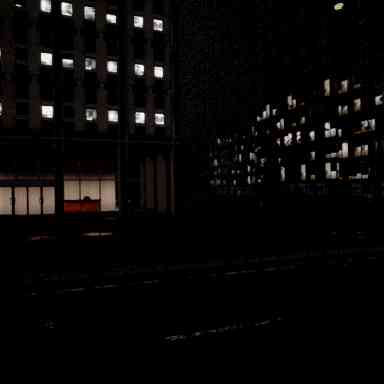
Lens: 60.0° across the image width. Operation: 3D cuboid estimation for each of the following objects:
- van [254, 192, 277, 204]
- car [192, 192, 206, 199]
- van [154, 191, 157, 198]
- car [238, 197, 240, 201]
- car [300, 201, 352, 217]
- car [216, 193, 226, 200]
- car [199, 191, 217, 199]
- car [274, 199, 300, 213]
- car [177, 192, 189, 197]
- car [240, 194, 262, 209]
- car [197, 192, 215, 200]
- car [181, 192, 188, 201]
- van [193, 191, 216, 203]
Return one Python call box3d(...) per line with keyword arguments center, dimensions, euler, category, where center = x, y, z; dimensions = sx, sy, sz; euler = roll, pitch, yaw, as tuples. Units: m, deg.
box3d(center=(11.817, 0.870, 53.724), dimensions=(1.690, 1.788, 3.998), euler=(0, 1, -21), category="van")
box3d(center=(1.592, 0.705, 80.239), dimensions=(1.967, 1.590, 4.097), euler=(0, 1, -21), category="car")
box3d(center=(-8.272, 0.687, 82.527), dimensions=(1.690, 1.788, 3.998), euler=(0, 1, -21), category="van")
box3d(center=(9.774, 1.059, 59.029), dimensions=(1.802, 1.307, 4.206), euler=(0, 1, -21), category="car")
box3d(center=(12.059, 1.434, 29.455), dimensions=(1.947, 1.339, 4.313), euler=(0, 1, -21), category="car")
box3d(center=(5.683, 0.953, 69.636), dimensions=(1.802, 1.307, 4.206), euler=(0, 1, -21), category="car")
box3d(center=(3.637, 0.633, 74.935), dimensions=(2.192, 1.841, 5.009), euler=(0, 1, -21), category="car")
box3d(center=(10.031, 1.399, 34.766), dimensions=(1.802, 1.307, 4.206), euler=(0, 1, -21), category="car")
box3d(center=(-2.498, 0.710, 90.846), dimensions=(2.008, 1.369, 4.403), euler=(0, 1, -21), category="car")
box3d(center=(8.040, 1.331, 40.089), dimensions=(1.947, 1.339, 4.313), euler=(0, 1, -21), category="car")
box3d(center=(2.814, 0.879, 69.854), dimensions=(1.882, 1.535, 5.008), euler=(-1, 1, -21), category="car")
box3d(center=(-2.136, 1.056, 66.621), dimensions=(2.008, 1.369, 4.403), euler=(0, 1, -21), category="car")
box3d(center=(1.954, 0.952, 56.013), dimensions=(1.690, 1.788, 3.998), euler=(0, 1, -21), category="van")
